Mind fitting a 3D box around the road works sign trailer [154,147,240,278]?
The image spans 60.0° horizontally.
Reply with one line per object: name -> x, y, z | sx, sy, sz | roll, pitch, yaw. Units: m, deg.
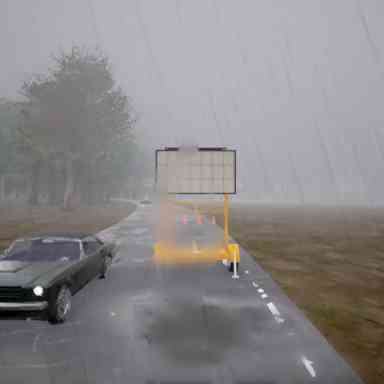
road works sign trailer -> 0.109, 0.464, 10.097 | 2.380, 3.560, 2.880 | 0, 0, -1

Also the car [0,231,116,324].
car -> -3.082, 1.597, 7.248 | 1.895, 1.301, 4.718 | 0, 0, 0

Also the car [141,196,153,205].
car -> -8.153, 1.494, 59.846 | 1.882, 1.535, 5.008 | 0, 0, -12
